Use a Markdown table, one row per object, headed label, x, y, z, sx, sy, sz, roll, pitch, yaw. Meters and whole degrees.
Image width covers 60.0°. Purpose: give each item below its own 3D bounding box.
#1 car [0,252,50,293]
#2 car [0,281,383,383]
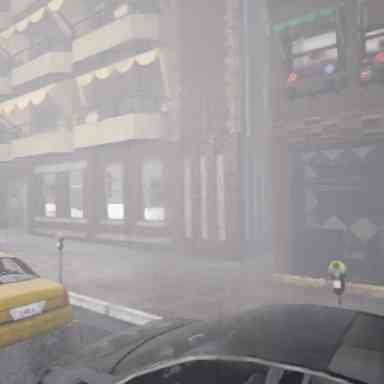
| label | x | y | z | sx | sy | sz | roll | pitch | yaw |
| --- | --- | --- | --- | --- | --- | --- | --- | --- | --- |
| car | -4.087 | 1.579 | 5.819 | 4.829 | 1.417 | 1.752 | -1 | -1 | 36 |
| car | 0.653 | 1.572 | 2.430 | 4.313 | 1.339 | 1.947 | -1 | -1 | 36 |
